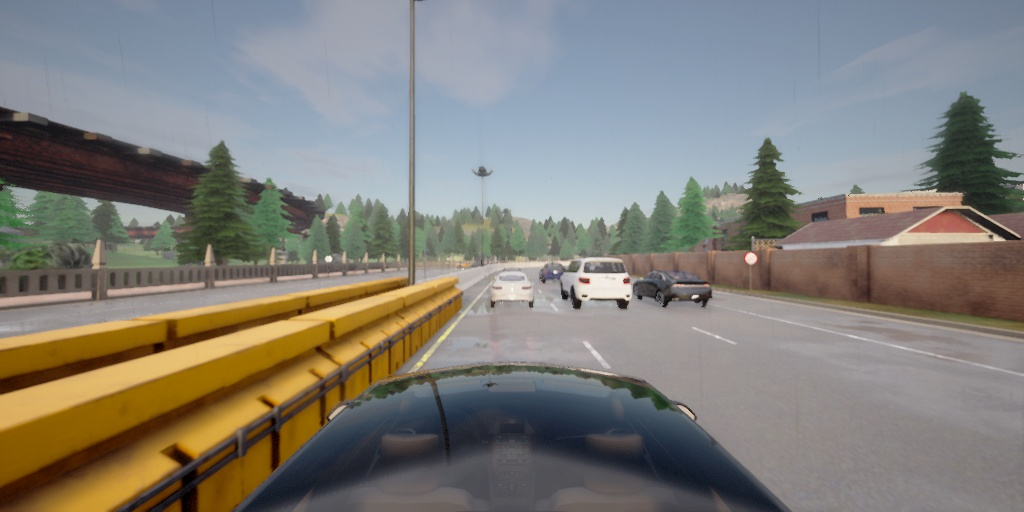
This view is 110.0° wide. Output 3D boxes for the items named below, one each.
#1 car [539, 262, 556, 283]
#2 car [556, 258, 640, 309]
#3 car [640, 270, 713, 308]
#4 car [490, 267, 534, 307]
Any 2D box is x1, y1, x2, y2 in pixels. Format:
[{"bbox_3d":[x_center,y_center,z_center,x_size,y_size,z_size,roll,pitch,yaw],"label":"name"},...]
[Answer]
[{"bbox_3d":[3.499,1.375,30.937,2.097,1.767,4.553,0,-1,0],"label":"car"},{"bbox_3d":[3.500,1.100,15.885,2.150,2.045,5.566,0,0,0],"label":"car"},{"bbox_3d":[7.002,1.378,16.150,2.128,1.511,4.902,0,0,0],"label":"car"},{"bbox_3d":[0.002,1.412,16.235,1.812,1.442,4.674,0,0,0],"label":"car"}]
